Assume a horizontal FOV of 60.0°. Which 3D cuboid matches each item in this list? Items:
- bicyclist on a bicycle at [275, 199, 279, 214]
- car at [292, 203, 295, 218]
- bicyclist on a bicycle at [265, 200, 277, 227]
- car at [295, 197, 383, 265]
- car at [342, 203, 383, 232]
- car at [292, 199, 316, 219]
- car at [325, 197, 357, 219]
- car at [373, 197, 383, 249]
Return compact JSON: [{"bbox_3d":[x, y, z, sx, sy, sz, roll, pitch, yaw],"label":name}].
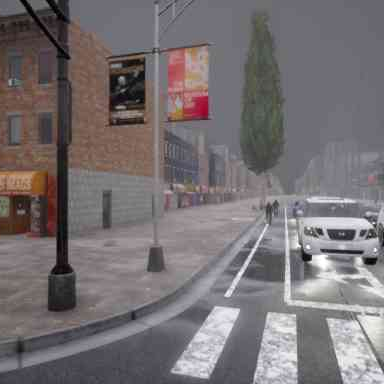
[{"bbox_3d":[7.369,1.477,29.172,0.582,1.620,1.656,0,0,18],"label":"bicyclist on a bicycle"},{"bbox_3d":[7.733,1.509,21.644,2.128,1.511,4.902,0,0,16],"label":"car"},{"bbox_3d":[5.048,1.469,21.828,0.582,1.620,1.656,0,0,18],"label":"bicyclist on a bicycle"},{"bbox_3d":[5.098,1.230,12.254,2.150,2.045,5.566,0,0,16],"label":"car"},{"bbox_3d":[11.010,1.525,21.278,1.837,1.490,4.892,0,0,16],"label":"car"},{"bbox_3d":[10.293,1.506,30.785,1.882,1.535,5.008,0,0,16],"label":"car"},{"bbox_3d":[13.651,1.383,30.721,2.097,1.767,4.553,0,0,16],"label":"car"},{"bbox_3d":[8.395,1.232,11.963,2.150,2.045,5.566,0,0,16],"label":"car"}]
